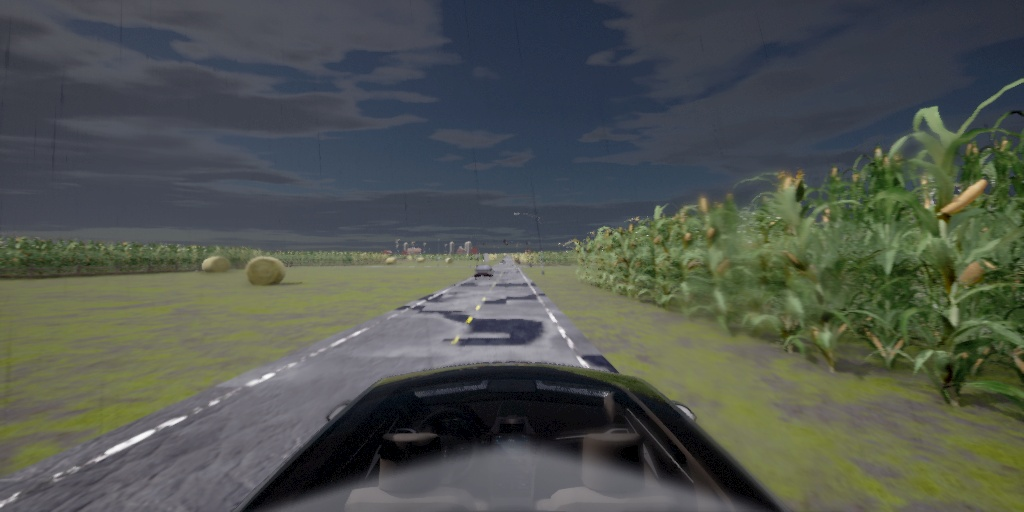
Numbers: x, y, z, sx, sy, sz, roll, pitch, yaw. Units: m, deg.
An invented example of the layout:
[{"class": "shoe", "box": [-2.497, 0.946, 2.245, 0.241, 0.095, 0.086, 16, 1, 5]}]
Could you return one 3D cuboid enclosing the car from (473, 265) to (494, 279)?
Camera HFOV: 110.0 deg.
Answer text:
[{"class": "car", "box": [-2.846, 1.594, 37.138, 2.033, 1.411, 5.357, 0, -1, 0]}]
